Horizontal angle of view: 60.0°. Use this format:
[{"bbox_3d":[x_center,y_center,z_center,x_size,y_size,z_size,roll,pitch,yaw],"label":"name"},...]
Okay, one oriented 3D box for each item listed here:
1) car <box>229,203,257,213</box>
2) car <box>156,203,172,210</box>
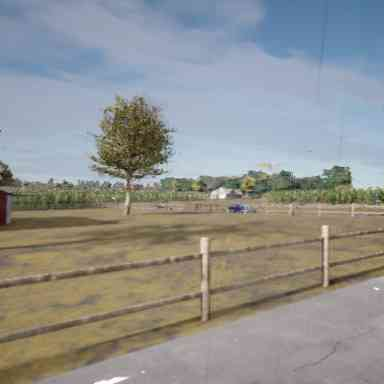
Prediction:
[{"bbox_3d":[7.749,2.477,50.841,1.882,1.535,5.008,3,-3,-35],"label":"car"},{"bbox_3d":[-5.869,3.074,69.895,2.128,1.511,4.902,3,-3,-35],"label":"car"}]
